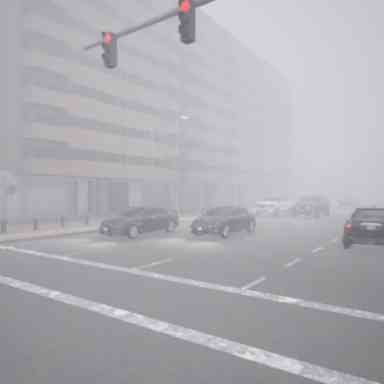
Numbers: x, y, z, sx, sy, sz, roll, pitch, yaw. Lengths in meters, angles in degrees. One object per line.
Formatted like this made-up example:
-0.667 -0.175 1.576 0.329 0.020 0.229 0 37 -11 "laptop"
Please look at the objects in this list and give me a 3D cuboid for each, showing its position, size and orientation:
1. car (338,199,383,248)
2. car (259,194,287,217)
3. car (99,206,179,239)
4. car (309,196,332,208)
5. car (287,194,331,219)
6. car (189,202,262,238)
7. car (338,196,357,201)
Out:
7.918 1.354 14.119 2.097 1.767 4.553 0 0 36 "car"
7.926 1.258 32.320 2.150 2.045 5.566 0 0 36 "car"
-2.670 1.512 17.603 1.837 1.490 4.892 0 0 35 "car"
17.673 1.304 45.562 1.812 1.442 4.674 0 0 36 "car"
10.986 1.250 30.577 2.150 2.045 5.566 0 1 36 "car"
1.772 1.514 17.829 1.837 1.490 4.892 0 0 35 "car"
20.504 1.276 43.504 1.837 1.490 4.892 0 0 36 "car"
